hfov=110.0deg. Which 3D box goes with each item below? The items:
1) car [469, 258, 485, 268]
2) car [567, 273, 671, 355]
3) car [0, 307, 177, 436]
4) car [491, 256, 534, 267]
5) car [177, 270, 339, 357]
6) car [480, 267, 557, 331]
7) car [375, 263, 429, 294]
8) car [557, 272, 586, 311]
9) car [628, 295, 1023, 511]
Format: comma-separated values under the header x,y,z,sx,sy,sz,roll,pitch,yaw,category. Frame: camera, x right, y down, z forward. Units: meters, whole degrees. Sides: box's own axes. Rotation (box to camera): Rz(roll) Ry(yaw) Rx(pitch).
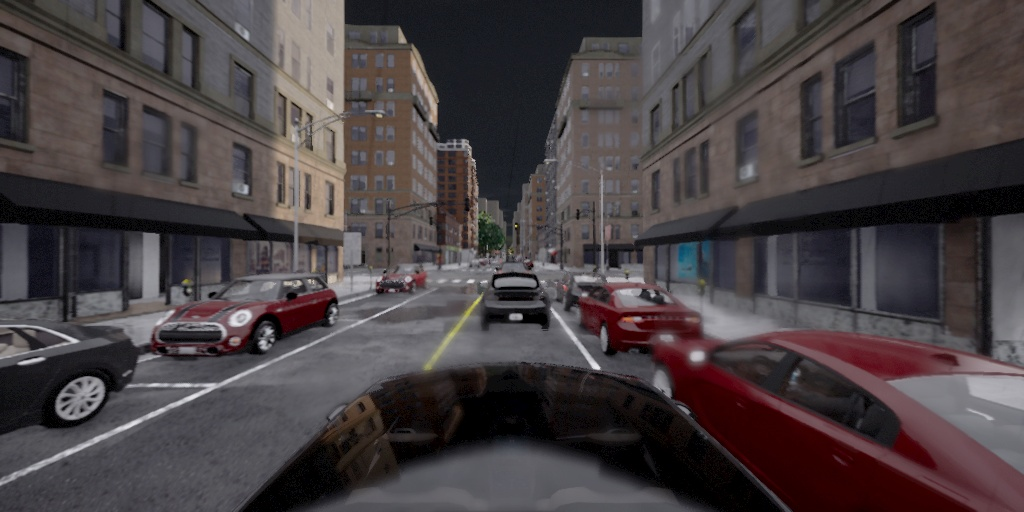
x,y,z,sx,sy,sz,roll,pitch,yaw,category
-5.986,1.196,57.798,2.007,1.370,4.403,0,0,-1,car
2.670,1.278,8.458,1.888,1.381,4.507,0,0,0,car
-5.857,1.297,2.959,2.007,1.370,4.403,0,0,0,car
0.097,1.057,20.782,2.097,1.767,4.553,0,0,0,car
-5.857,1.173,8.451,1.967,1.591,4.097,0,0,0,car
0.074,1.230,10.998,1.837,1.490,4.892,0,0,-1,car
-5.856,1.148,19.437,1.967,1.591,4.097,0,0,0,car
2.670,1.271,13.949,2.007,1.370,4.403,0,0,0,car
2.670,1.292,2.966,1.888,1.381,4.507,0,0,0,car
